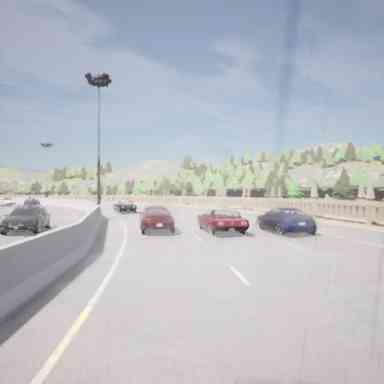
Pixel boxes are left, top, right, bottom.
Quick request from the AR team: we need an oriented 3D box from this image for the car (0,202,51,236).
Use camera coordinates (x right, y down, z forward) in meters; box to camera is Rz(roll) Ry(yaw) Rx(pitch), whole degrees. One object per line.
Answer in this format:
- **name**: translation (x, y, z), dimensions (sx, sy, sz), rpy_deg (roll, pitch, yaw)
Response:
- **car**: translation (-9.435, 1.560, 19.200), dimensions (1.837, 1.490, 4.892), rpy_deg (0, 0, -13)

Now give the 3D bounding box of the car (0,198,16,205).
- **car**: translation (-31.182, 1.696, 56.403), dimensions (1.812, 1.442, 4.674), rpy_deg (0, 0, -38)

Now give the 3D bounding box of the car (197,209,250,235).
- **car**: translation (1.586, 1.609, 18.799), dimensions (1.895, 1.301, 4.718), rpy_deg (0, 0, -11)

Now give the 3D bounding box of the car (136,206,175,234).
- **car**: translation (-2.124, 1.550, 19.442), dimensions (1.812, 1.442, 4.674), rpy_deg (0, 0, -11)

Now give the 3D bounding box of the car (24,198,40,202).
- **car**: translation (-27.731, 1.725, 57.740), dimensions (1.994, 1.385, 4.181), rpy_deg (0, 0, -37)

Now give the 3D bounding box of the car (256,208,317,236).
- **car**: translation (5.134, 1.557, 18.523), dimensions (1.994, 1.385, 4.181), rpy_deg (0, 0, -10)

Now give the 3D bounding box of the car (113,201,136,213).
- **car**: translation (-7.604, 1.662, 37.358), dimensions (1.895, 1.301, 4.718), rpy_deg (0, 0, -22)
